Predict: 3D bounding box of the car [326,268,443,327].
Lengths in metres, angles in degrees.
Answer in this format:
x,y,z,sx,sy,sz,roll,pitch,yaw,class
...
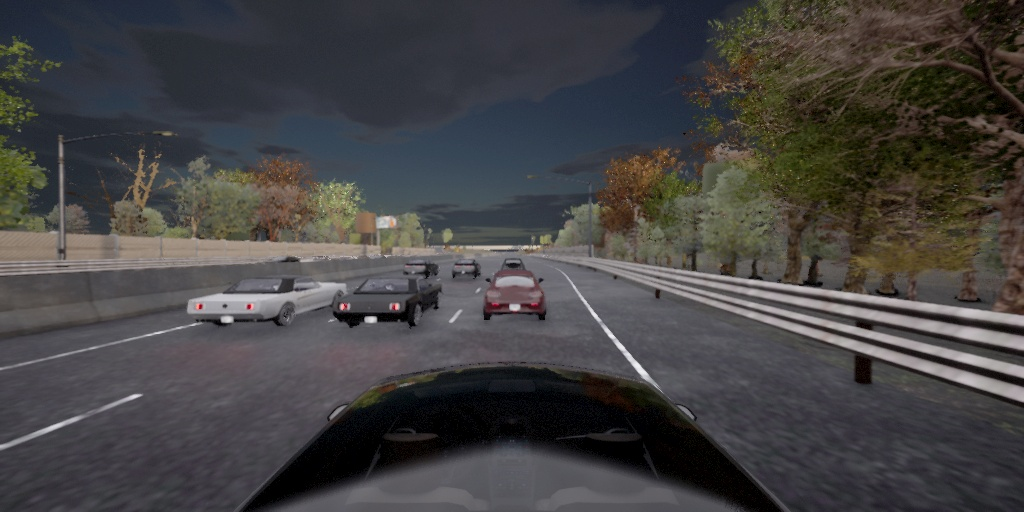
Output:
x,y,z,sx,sy,sz,roll,pitch,yaw,class
-3.417,1.231,10.930,1.895,1.301,4.718,0,1,0,car

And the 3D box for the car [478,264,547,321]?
x,y,z,sx,sy,sz,roll,pitch,yaw,class
0.084,1.146,11.716,1.812,1.442,4.674,0,1,0,car

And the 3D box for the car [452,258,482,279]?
x,y,z,sx,sy,sz,roll,pitch,yaw,class
-3.411,0.910,27.584,2.128,1.511,4.902,0,1,0,car

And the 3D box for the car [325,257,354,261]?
x,y,z,sx,sy,sz,roll,pitch,yaw,class
-21.073,0.804,45.212,1.895,1.301,4.718,0,1,0,car

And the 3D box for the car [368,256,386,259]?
x,y,z,sx,sy,sz,roll,pitch,yaw,class
-17.570,0.696,46.450,1.837,1.490,4.892,0,0,0,car

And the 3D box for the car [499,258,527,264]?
x,y,z,sx,sy,sz,roll,pitch,yaw,class
0.090,0.920,27.859,1.837,1.490,4.892,0,1,0,car

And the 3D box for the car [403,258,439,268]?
x,y,z,sx,sy,sz,roll,pitch,yaw,class
-6.911,0.910,27.590,2.128,1.511,4.902,0,1,0,car

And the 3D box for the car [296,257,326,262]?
x,y,z,sx,sy,sz,roll,pitch,yaw,class
-24.571,0.804,45.211,1.895,1.301,4.718,0,1,0,car

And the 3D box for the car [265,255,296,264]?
x,y,z,sx,sy,sz,roll,pitch,yaw,class
-28.040,0.695,43.972,1.882,1.535,5.008,0,1,0,car

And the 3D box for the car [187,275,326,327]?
x,y,z,sx,sy,sz,roll,pitch,yaw,class
-6.918,1.230,10.949,1.895,1.301,4.718,0,1,0,car
